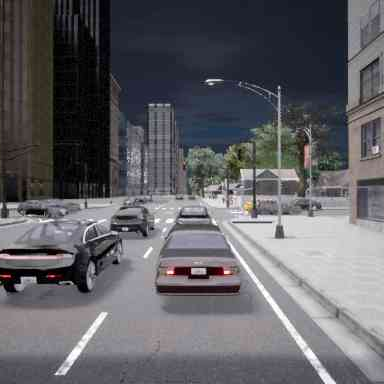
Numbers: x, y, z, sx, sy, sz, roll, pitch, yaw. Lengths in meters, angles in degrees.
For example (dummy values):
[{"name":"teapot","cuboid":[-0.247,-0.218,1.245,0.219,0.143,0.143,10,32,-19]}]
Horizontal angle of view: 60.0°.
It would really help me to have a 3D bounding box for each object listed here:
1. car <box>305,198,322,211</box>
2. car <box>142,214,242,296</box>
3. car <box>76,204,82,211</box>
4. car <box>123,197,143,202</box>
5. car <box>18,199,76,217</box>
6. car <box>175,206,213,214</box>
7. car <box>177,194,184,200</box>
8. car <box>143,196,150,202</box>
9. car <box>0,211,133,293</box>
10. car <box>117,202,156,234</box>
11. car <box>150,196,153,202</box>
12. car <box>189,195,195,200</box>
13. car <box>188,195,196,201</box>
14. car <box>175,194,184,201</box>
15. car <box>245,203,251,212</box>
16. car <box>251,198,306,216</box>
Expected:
[{"name":"car","cuboid":[13.293,1.554,40.739,4.892,1.490,1.837,0,-1,0]},{"name":"car","cuboid":[0.093,1.545,8.785,2.033,1.411,5.357,0,0,-1]},{"name":"car","cuboid":[-13.856,1.476,34.158,4.902,1.511,2.128,0,0,-1]},{"name":"car","cuboid":[-9.812,1.487,53.797,2.128,1.511,4.902,0,0,1]},{"name":"car","cuboid":[-12.928,1.459,28.924,4.902,1.511,2.128,1,0,26]},{"name":"car","cuboid":[0.103,1.491,17.839,2.128,1.511,4.902,0,0,0]},{"name":"car","cuboid":[-3.226,1.311,93.958,1.882,1.535,5.008,0,0,0]},{"name":"car","cuboid":[-9.776,1.595,63.117,1.895,1.301,4.718,0,0,1]},{"name":"car","cuboid":[-3.149,1.492,8.856,2.128,1.511,4.902,0,0,0]},{"name":"car","cuboid":[-3.145,1.504,18.116,1.837,1.490,4.892,0,0,0]},{"name":"car","cuboid":[-9.731,1.517,73.229,1.812,1.442,4.674,0,0,0]},{"name":"car","cuboid":[0.025,1.526,94.365,1.812,1.442,4.674,0,0,0]},{"name":"car","cuboid":[0.022,1.495,84.129,1.837,1.490,4.892,0,0,0]},{"name":"car","cuboid":[-3.228,1.342,83.923,2.097,1.767,4.553,0,0,0]},{"name":"car","cuboid":[7.936,1.459,34.077,5.008,1.535,1.882,0,-1,0]},{"name":"car","cuboid":[7.951,1.514,30.825,4.181,1.385,1.994,0,-1,0]}]
